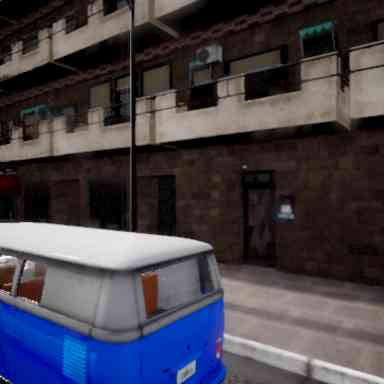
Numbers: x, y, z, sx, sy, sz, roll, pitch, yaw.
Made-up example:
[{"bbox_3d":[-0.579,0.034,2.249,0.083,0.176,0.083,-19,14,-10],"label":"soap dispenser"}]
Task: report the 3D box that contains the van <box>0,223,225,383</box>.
[{"bbox_3d":[-1.555,1.334,3.992,3.998,1.788,1.690,0,-1,35],"label":"van"}]
